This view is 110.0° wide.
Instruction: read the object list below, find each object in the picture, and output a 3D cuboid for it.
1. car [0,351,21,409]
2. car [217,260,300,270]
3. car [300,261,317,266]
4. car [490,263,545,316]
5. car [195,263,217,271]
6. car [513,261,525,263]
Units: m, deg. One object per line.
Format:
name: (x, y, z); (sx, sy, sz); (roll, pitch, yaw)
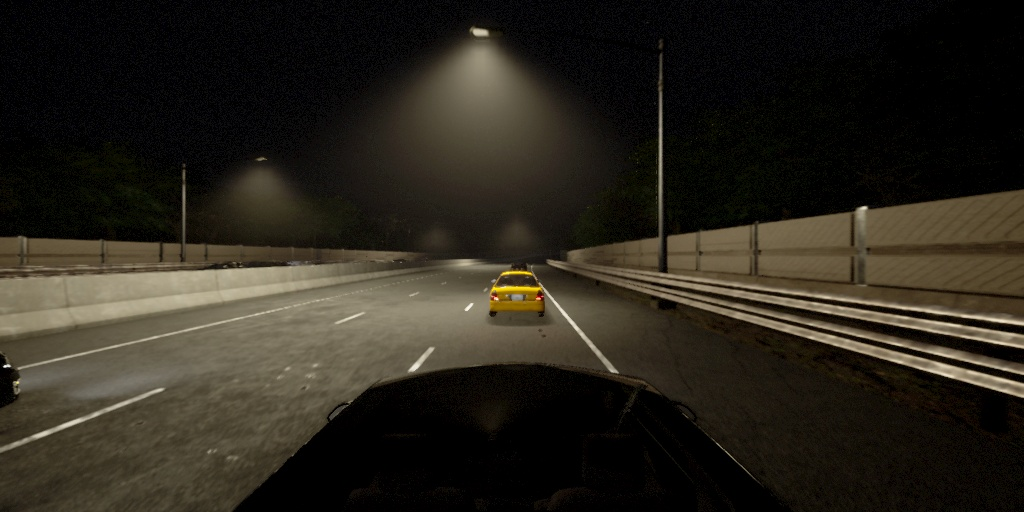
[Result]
car: (-6.890, 1.250, 2.252); (1.837, 1.490, 4.892); (0, -1, 0)
car: (-17.329, 1.093, 24.828); (2.097, 1.767, 4.553); (0, 0, 1)
car: (-20.589, 1.236, 34.471); (2.128, 1.511, 4.902); (0, 0, 2)
car: (0.183, 1.206, 13.245); (1.801, 1.575, 5.366); (0, 0, 1)
car: (-24.206, 1.243, 30.271); (1.837, 1.490, 4.892); (0, 0, 2)
car: (0.894, 1.280, 43.073); (2.128, 1.511, 4.902); (0, 0, 2)
